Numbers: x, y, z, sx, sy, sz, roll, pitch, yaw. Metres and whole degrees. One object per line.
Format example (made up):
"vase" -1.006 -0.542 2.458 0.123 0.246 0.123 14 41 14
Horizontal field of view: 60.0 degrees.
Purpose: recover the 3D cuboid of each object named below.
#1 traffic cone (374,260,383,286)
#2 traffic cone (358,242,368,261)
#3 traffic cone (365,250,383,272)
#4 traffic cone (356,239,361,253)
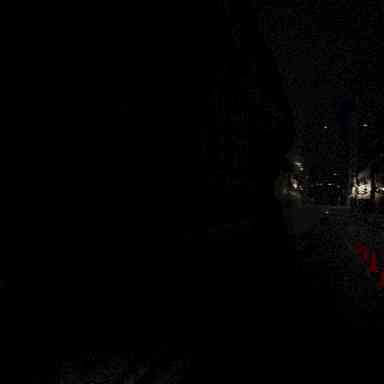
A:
"traffic cone" 5.284 2.257 9.105 0.340 0.580 0.340 2 -1 21
"traffic cone" 6.720 2.351 12.838 0.340 0.580 0.340 2 -1 21
"traffic cone" 6.002 2.304 10.971 0.340 0.580 0.340 2 -1 21
"traffic cone" 7.437 2.397 14.704 0.340 0.580 0.340 2 -1 21
